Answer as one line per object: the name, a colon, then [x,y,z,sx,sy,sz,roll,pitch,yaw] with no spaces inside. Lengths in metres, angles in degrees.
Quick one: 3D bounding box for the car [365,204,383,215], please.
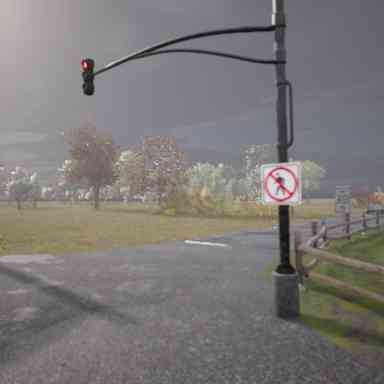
car: [26.291,2.485,47.666,2.033,1.411,5.357,-2,-2,40]
